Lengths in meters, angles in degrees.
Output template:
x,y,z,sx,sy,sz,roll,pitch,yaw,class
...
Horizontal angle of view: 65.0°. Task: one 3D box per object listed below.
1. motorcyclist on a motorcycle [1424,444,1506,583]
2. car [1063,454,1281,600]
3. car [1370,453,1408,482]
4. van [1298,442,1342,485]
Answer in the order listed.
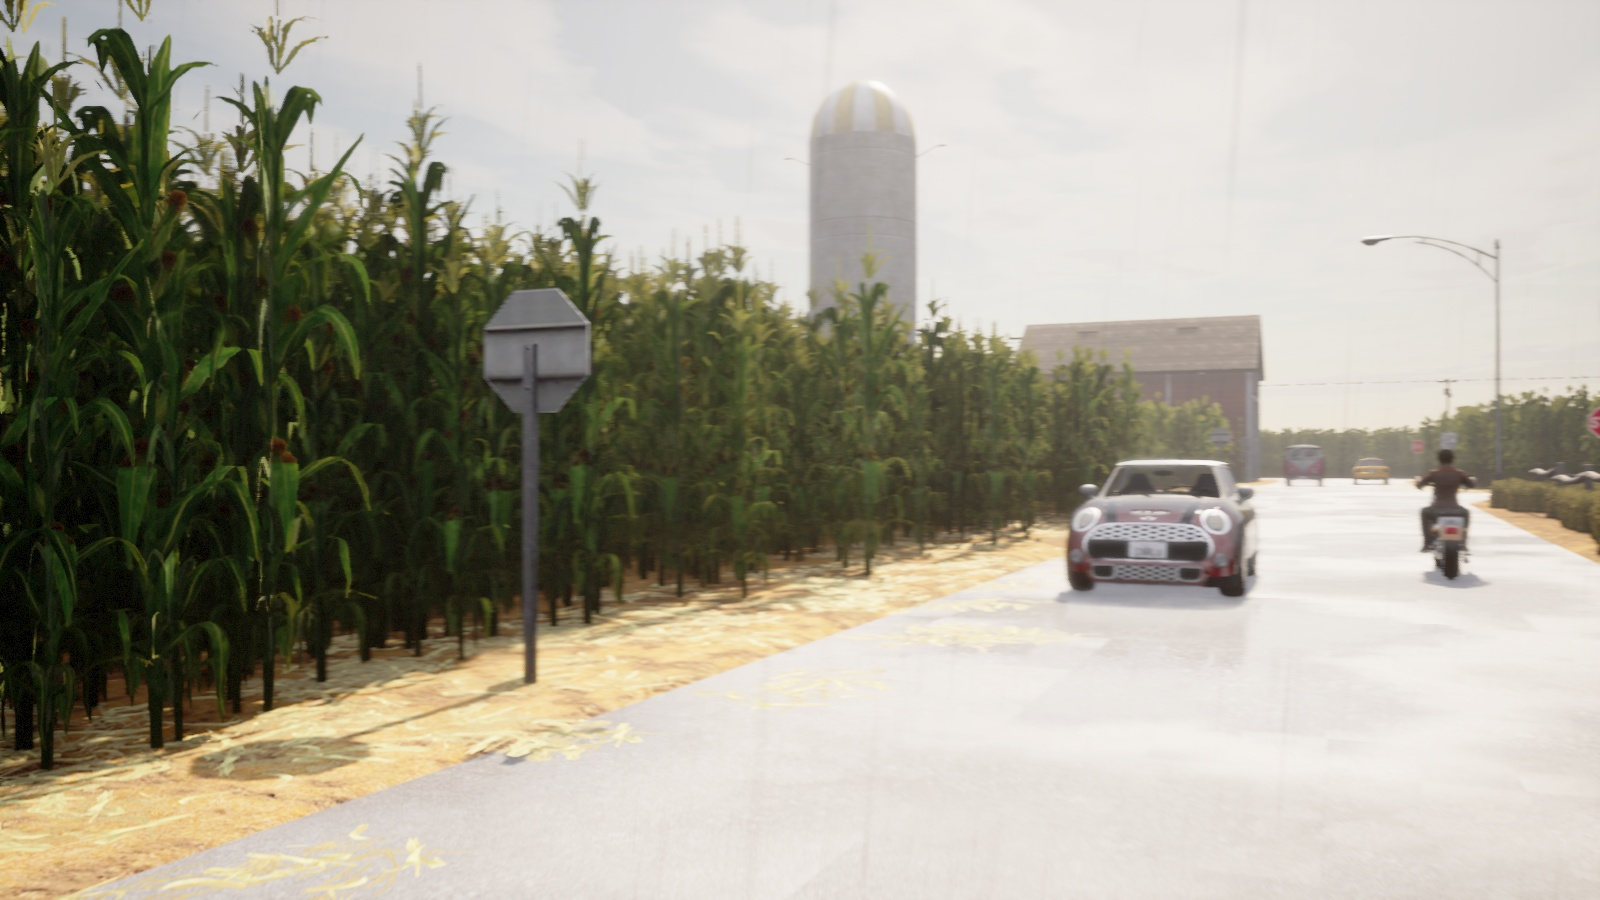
x,y,z,sx,sy,sz,roll,pitch,yaw,class
8.473,0.758,16.080,0.766,1.649,2.350,-1,-1,24,motorcyclist on a motorcycle
4.503,0.791,14.816,1.970,1.475,3.806,-1,0,24,car
32.578,0.969,69.589,1.801,1.575,5.366,-1,-1,24,car
25.070,0.650,60.475,1.775,1.987,4.442,-1,-1,24,van
